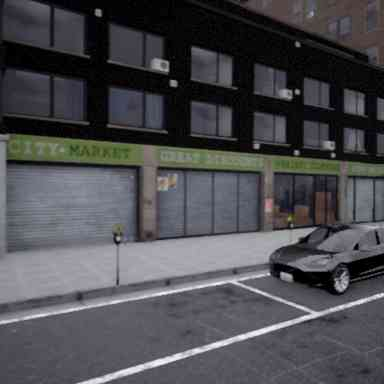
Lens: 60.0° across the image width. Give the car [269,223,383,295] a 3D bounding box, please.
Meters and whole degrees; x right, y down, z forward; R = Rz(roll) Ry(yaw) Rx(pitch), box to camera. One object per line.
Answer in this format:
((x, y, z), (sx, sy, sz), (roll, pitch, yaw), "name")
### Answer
((3.944, 1.515, 8.527), (4.313, 1.339, 1.947), (0, 1, -32), "car")
